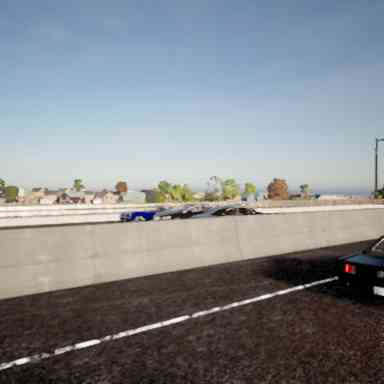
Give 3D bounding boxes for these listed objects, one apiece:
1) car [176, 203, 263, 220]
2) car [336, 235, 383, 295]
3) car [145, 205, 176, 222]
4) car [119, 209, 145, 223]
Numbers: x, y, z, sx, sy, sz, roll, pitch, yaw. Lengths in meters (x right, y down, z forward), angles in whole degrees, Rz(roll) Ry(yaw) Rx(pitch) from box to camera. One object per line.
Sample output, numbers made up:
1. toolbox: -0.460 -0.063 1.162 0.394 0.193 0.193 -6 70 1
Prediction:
1. car: 1.846 1.499 18.139 4.892 1.490 1.837 0 0 -35
2. car: 5.416 1.598 7.571 4.718 1.301 1.895 0 0 -35
3. car: -0.115 1.485 21.039 4.902 1.511 2.128 0 0 -35
4. car: -2.686 1.593 23.513 4.718 1.301 1.895 0 0 -35
